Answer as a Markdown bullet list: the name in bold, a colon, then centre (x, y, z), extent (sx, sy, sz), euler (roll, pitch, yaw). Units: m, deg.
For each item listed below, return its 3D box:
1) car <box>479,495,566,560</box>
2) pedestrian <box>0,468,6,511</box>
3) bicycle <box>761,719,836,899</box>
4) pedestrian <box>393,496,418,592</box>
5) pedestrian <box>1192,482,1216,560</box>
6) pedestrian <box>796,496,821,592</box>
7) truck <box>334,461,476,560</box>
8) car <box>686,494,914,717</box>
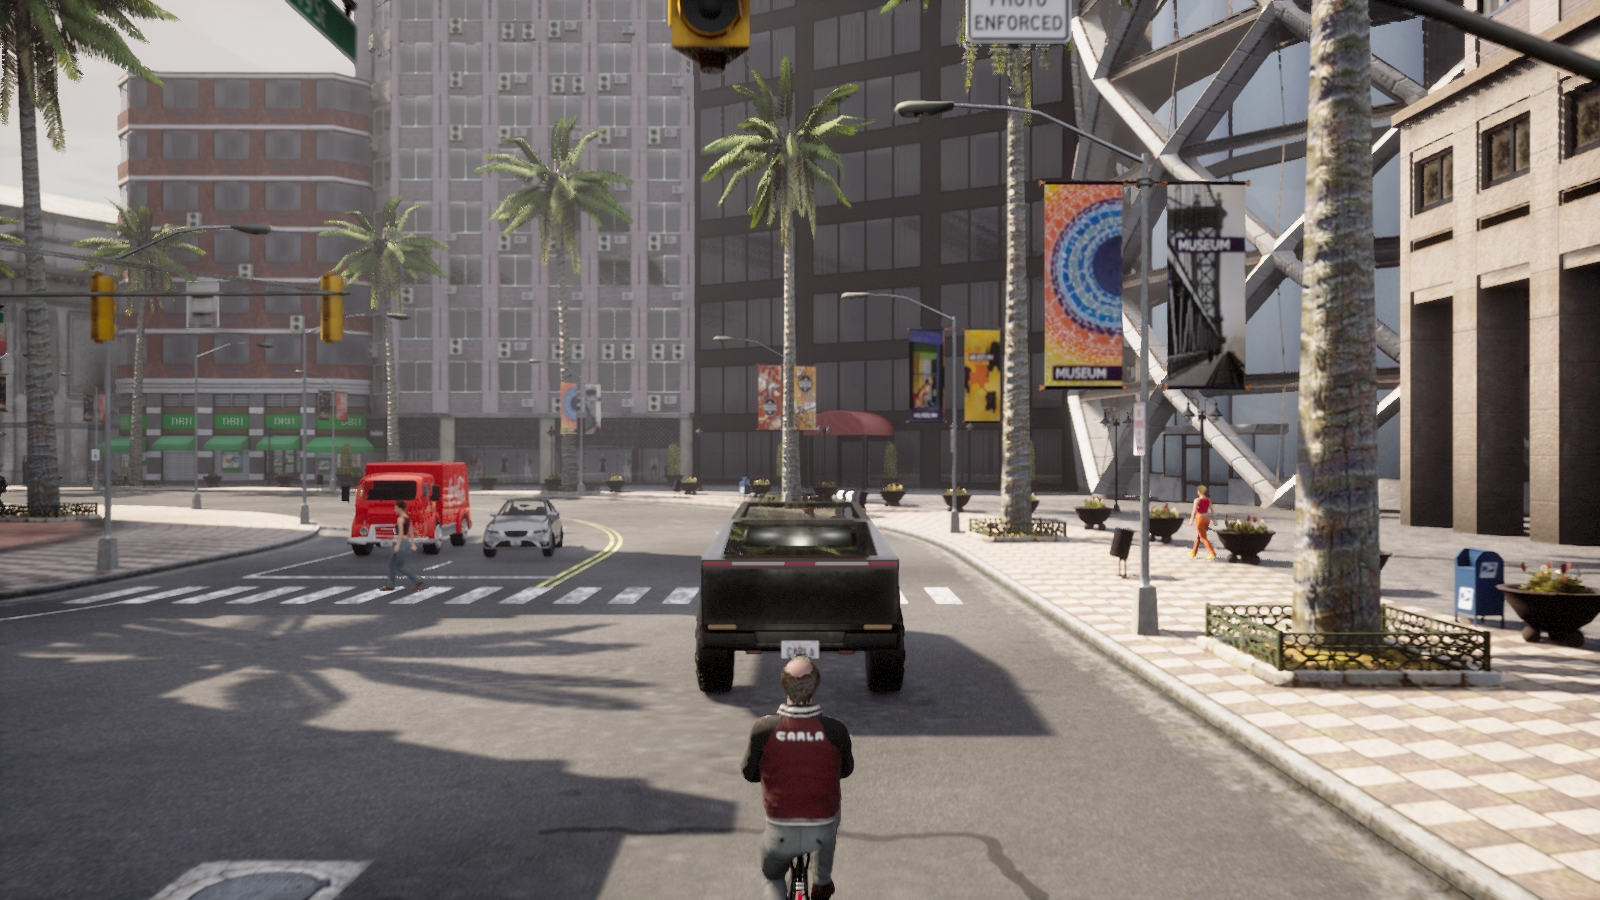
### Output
- **car**: centre (-7.509, 2.066, 31.282), extent (1.816, 1.474, 4.193), euler (0, 0, -7)
- **pedestrian**: centre (-34.661, 1.697, 49.450), extent (0.375, 1.860, 0.375), euler (0, 0, 28)
- **bicycle**: centre (-0.006, 2.210, 5.972), extent (0.329, 1.171, 1.835), euler (0, 0, 0)
- **pedestrian**: centre (-7.753, 1.849, 22.479), extent (0.375, 1.860, 0.375), euler (0, 0, -3)
- **pedestrian**: centre (9.695, 1.696, 27.419), extent (0.375, 1.860, 0.375), euler (0, 0, -20)
- **pedestrian**: centre (0.172, 1.850, 22.584), extent (0.375, 1.860, 0.375), euler (0, 0, 27)
- **truck**: centre (-10.872, 1.568, 31.944), extent (2.627, 2.467, 5.204), euler (0, 0, -6)
- **car**: centre (0.002, 1.754, 15.151), extent (2.390, 2.098, 6.274), euler (0, 0, 0)
